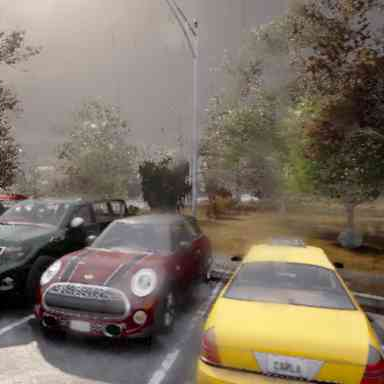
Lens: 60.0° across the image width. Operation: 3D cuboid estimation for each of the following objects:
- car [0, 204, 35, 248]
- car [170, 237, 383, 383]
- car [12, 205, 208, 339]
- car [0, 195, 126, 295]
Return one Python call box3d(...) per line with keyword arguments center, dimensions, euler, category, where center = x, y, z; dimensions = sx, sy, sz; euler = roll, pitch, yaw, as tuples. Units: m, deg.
box3d(center=(-8.307, 1.290, 11.909), dimensions=(2.231, 1.521, 4.892), euler=(1, 0, 14), category="car")
box3d(center=(1.477, 1.470, 5.281), dimensions=(1.946, 1.575, 5.366), euler=(1, 0, 15), category="car")
box3d(center=(-0.977, 1.306, 6.845), dimensions=(2.185, 1.767, 4.553), euler=(1, 0, 15), category="car")
box3d(center=(-3.417, 1.133, 8.493), dimensions=(2.435, 2.045, 5.566), euler=(1, 0, 15), category="car")
